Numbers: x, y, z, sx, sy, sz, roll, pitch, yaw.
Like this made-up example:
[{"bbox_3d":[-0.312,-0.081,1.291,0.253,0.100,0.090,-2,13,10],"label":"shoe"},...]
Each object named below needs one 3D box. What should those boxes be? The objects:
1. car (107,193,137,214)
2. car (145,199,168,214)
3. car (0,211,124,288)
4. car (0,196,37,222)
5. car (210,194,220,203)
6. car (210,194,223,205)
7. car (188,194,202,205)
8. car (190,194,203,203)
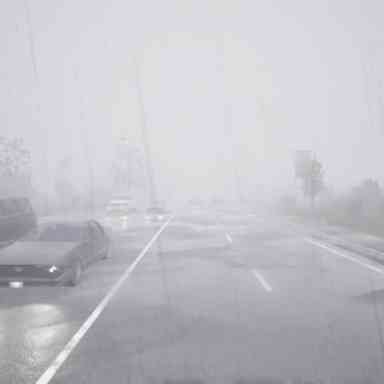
[{"bbox_3d":[-6.955,1.169,33.636,2.150,2.045,5.566,0,0,0],"label":"car"},{"bbox_3d":[-3.455,1.443,33.637,2.033,1.411,5.357,0,0,0],"label":"car"},{"bbox_3d":[-3.598,1.503,9.476,2.033,1.411,5.357,0,0,0],"label":"car"},{"bbox_3d":[-7.096,1.171,10.849,2.150,2.045,5.566,0,0,0],"label":"car"},{"bbox_3d":[4.394,1.174,63.262,1.882,1.535,5.008,0,0,3],"label":"car"},{"bbox_3d":[3.943,1.223,53.027,1.882,1.535,5.008,0,0,2],"label":"car"},{"bbox_3d":[0.458,1.308,53.531,1.994,1.385,4.181,0,0,2],"label":"car"},{"bbox_3d":[0.900,1.188,63.467,2.128,1.511,4.902,0,0,3],"label":"car"}]
